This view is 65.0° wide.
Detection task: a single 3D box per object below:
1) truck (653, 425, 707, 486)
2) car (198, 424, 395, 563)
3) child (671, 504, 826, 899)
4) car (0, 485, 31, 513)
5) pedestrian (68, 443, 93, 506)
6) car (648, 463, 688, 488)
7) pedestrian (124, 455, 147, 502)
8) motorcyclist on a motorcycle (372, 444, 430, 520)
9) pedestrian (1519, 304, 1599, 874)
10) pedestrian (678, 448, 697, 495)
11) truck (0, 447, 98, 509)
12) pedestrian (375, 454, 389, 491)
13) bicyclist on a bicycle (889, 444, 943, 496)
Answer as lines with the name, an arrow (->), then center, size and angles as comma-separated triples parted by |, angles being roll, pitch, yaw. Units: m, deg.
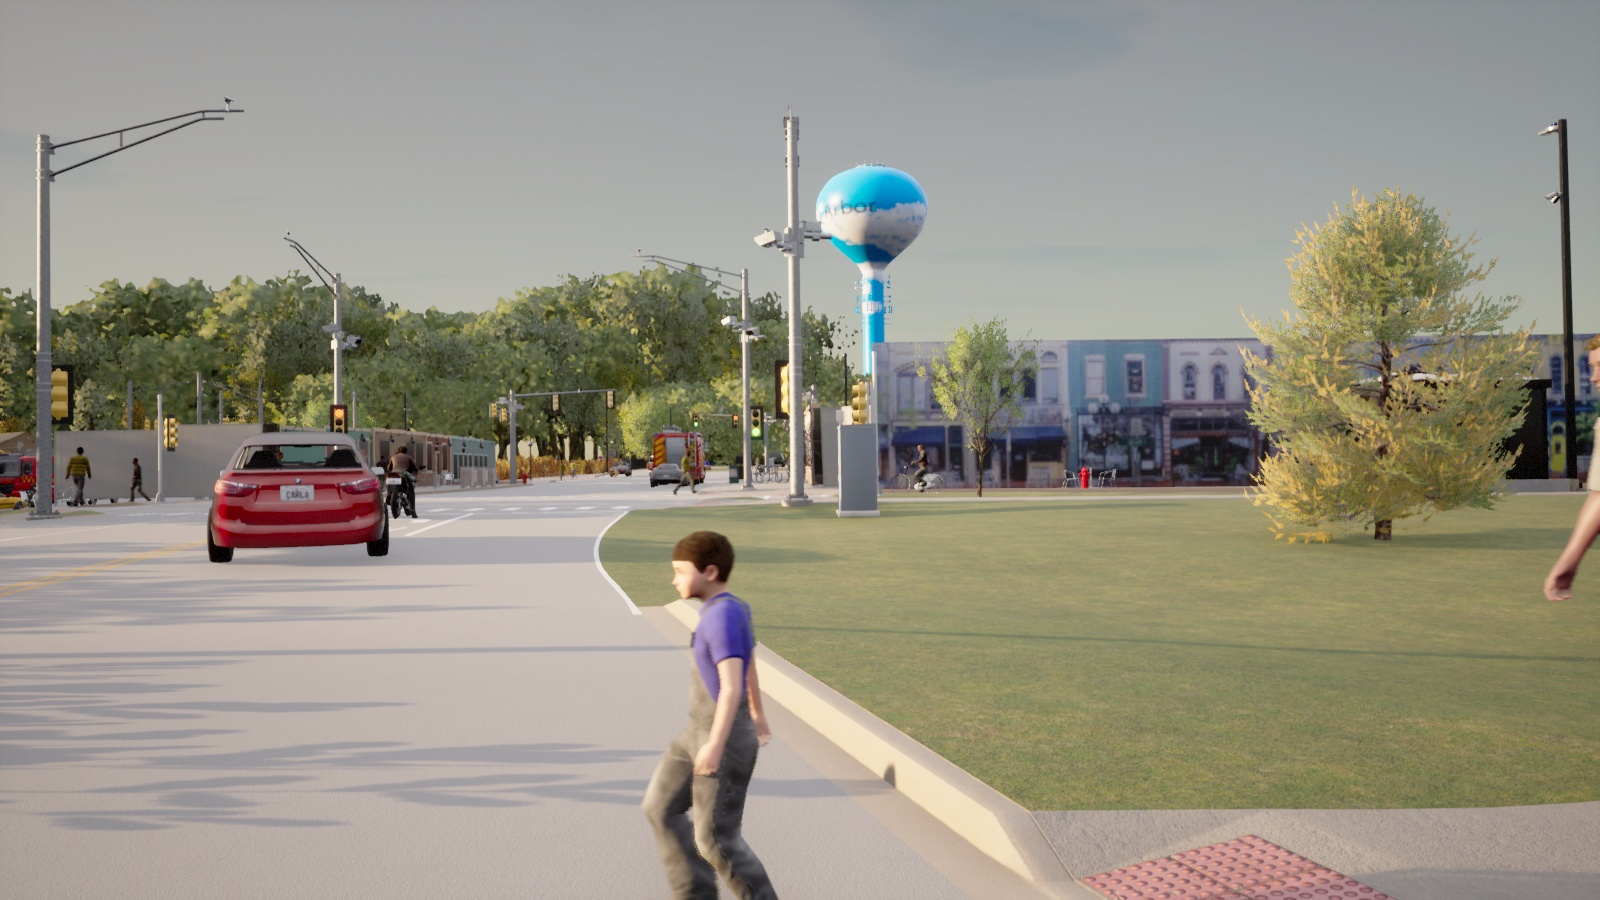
truck -> -7.944, 0.375, 83.777 | 2.891, 3.827, 8.468 | -1, -1, -1
car -> -6.992, 0.508, 17.680 | 2.242, 1.667, 4.611 | -1, 0, -20
child -> -0.163, 0.800, 3.800 | 0.437, 1.263, 0.270 | -1, -1, -7
car -> -48.280, 2.948, 74.337 | 1.801, 1.575, 5.366 | 0, 1, 5
pedestrian -> -21.551, 0.736, 37.608 | 0.431, 1.840, 0.709 | 0, -1, -10
car -> -7.704, 1.489, 73.819 | 1.994, 1.385, 4.181 | -1, -1, -1
pedestrian -> -26.057, 1.126, 49.230 | 0.703, 1.840, 0.431 | 0, -1, -10
motorcyclist on a motorcycle -> -8.371, 0.657, 26.415 | 0.797, 1.523, 2.044 | -1, -1, -8
pedestrian -> 2.903, 0.444, 4.242 | 0.706, 1.836, 0.354 | -1, -1, -2
pedestrian -> -4.416, 0.829, 49.300 | 0.726, 1.835, 0.370 | -1, -1, -4
truck -> -51.170, 1.777, 84.349 | 2.891, 3.827, 8.468 | -1, 1, 3
pedestrian -> -20.787, 1.103, 62.465 | 0.431, 1.840, 0.703 | -1, -1, -1
bicyclist on a bicycle -> 4.036, 0.708, 43.895 | 1.843, 1.776, 0.659 | 0, -1, 4
